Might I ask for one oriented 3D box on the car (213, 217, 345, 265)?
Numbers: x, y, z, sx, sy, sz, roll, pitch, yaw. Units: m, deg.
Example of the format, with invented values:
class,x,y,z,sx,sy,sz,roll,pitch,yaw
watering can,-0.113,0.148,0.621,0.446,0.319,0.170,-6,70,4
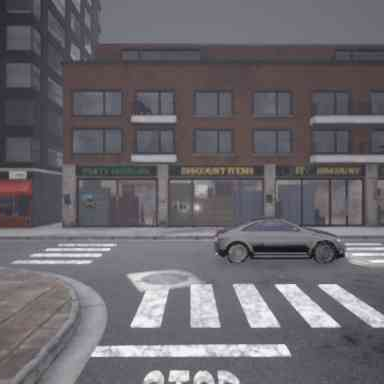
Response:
class,x,y,z,sx,sy,sz,roll,pitch,yaw
car,2.794,1.541,11.121,4.181,1.385,1.994,0,0,0
